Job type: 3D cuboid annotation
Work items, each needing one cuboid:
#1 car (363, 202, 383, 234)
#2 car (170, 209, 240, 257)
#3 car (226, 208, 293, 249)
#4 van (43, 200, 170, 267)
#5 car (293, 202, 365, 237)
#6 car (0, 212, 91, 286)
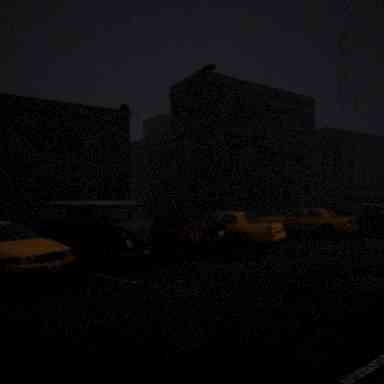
[{"bbox_3d":[8.722,1.548,19.744,4.792,1.488,2.163,-1,-1,35],"label":"car"},{"bbox_3d":[-0.891,1.530,12.989,4.792,1.488,2.163,-1,-1,35],"label":"car"},{"bbox_3d":[1.373,1.504,14.781,5.366,1.575,1.946,-1,-1,35],"label":"car"},{"bbox_3d":[-3.158,1.269,11.213,4.442,1.987,1.878,-1,-1,35],"label":"van"},{"bbox_3d":[6.152,1.512,18.173,5.366,1.575,1.946,-1,-1,35],"label":"car"},{"bbox_3d":[-5.492,1.487,9.464,5.366,1.575,1.946,-1,-1,34],"label":"car"}]
